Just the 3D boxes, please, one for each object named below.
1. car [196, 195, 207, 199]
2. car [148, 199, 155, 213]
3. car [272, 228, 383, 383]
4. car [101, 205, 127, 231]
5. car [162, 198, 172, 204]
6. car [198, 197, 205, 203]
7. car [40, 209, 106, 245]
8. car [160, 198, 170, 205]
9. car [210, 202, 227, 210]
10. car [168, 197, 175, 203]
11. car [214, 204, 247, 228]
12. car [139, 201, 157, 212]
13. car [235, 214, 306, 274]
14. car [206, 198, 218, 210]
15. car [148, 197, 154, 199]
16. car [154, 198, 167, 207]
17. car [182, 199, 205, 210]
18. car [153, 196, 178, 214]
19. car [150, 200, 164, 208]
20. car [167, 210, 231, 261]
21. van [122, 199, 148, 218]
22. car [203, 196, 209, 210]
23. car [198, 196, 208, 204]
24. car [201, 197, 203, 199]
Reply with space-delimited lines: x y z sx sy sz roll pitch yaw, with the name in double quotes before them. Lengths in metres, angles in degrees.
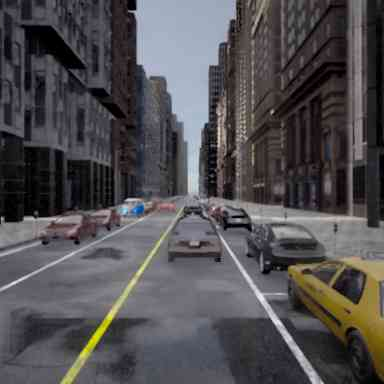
"car" 2.374 1.704 66.970 2.150 2.045 5.566 0 0 0
"car" -5.777 1.799 38.406 1.752 1.417 4.829 0 0 0
"car" 2.758 1.562 5.155 1.752 1.417 4.829 0 0 0
"car" -5.771 1.736 21.770 1.802 1.307 4.206 0 0 0
"car" -5.788 2.133 77.789 1.947 1.339 4.313 0 0 0
"car" 2.732 2.140 94.610 1.967 1.590 4.097 0 0 0
"car" -5.770 1.696 16.168 1.802 1.307 4.206 0 0 0
"car" -5.786 2.090 72.187 1.947 1.339 4.313 0 0 0
"car" 2.752 1.776 27.391 1.802 1.307 4.206 0 0 0
"car" -5.793 2.245 94.596 1.887 1.381 4.507 0 0 0
"car" 2.754 1.720 21.789 1.947 1.339 4.313 0 0 0
"car" -5.778 1.898 44.178 1.802 1.307 4.206 0 0 0
"car" 2.757 1.626 10.586 2.008 1.369 4.403 0 0 0
"car" 2.750 1.675 32.993 1.967 1.590 4.097 0 0 0
"car" -5.781 1.671 49.782 2.192 1.841 5.009 0 0 0
"car" -5.784 1.879 60.984 1.967 1.590 4.097 0 0 0
"car" 0.083 1.738 32.664 1.837 1.490 4.892 0 0 0
"car" -3.105 1.639 40.172 2.097 1.767 4.553 0 0 0
"car" -5.782 1.980 55.382 1.802 1.307 4.206 0 0 0
"car" 0.082 1.637 12.602 2.033 1.411 5.357 0 0 0
"van" -5.775 1.576 32.976 1.690 1.788 3.998 0 0 0
"car" 2.747 1.756 44.196 1.967 1.590 4.097 0 0 0
"car" 2.734 1.926 83.408 2.192 1.841 5.009 0 0 0
"car" 2.743 1.924 55.569 1.752 1.417 4.829 0 0 0
